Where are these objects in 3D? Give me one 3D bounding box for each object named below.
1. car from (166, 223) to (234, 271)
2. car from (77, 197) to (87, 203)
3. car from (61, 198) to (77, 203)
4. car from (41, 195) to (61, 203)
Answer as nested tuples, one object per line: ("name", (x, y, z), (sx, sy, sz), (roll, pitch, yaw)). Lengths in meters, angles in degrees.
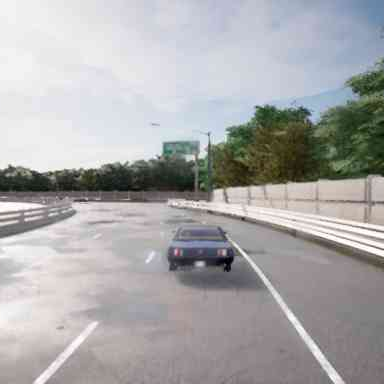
("car", (0.237, 1.714, 11.370), (1.895, 1.301, 4.718), (0, -1, 0))
("car", (-29.246, 2.066, 86.953), (1.837, 1.490, 4.892), (1, -1, -44))
("car", (-31.843, 2.125, 84.605), (1.895, 1.301, 4.718), (1, -1, -44))
("car", (-35.237, 1.897, 83.099), (2.097, 1.767, 4.553), (1, -1, -44))
